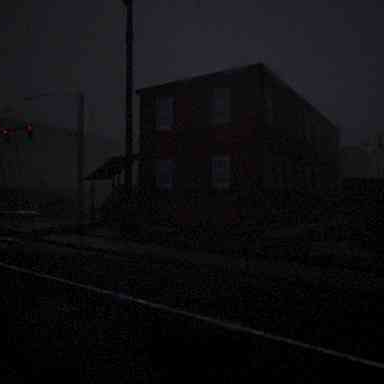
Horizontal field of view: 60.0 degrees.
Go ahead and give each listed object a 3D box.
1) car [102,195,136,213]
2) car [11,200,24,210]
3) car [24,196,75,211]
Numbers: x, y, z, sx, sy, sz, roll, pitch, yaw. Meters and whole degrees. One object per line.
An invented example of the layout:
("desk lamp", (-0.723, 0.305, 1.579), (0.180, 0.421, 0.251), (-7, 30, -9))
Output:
("car", (-5.944, 1.322, 30.523), (2.128, 1.511, 4.902), (1, 0, 35))
("car", (-18.021, 1.199, 38.014), (1.882, 1.535, 5.008), (1, 0, 35))
("car", (-15.081, 1.253, 36.111), (1.837, 1.490, 4.892), (1, 0, 35))
